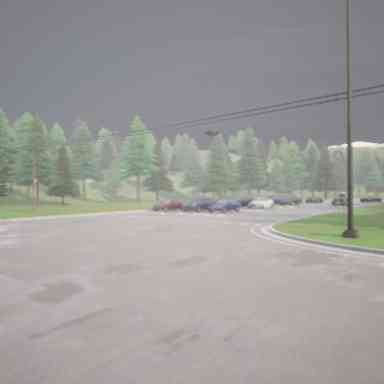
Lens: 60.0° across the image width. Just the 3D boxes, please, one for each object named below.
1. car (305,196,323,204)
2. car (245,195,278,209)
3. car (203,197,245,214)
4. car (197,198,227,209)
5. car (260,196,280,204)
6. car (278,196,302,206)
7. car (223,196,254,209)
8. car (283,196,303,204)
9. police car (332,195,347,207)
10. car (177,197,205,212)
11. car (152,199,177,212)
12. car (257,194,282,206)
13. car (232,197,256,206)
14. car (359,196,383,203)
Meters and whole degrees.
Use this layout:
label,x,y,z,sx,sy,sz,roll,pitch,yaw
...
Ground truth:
label,x,y,z,sx,sy,sz,roll,pitch,yaw
car,21.689,1.361,59.010,1.994,1.385,4.181,0,0,41
car,8.881,1.435,42.748,1.812,1.442,4.674,0,0,37
car,3.526,1.483,35.675,1.812,1.442,4.674,0,0,37
car,2.883,1.560,46.399,1.895,1.301,4.718,0,0,37
car,14.410,1.421,61.431,1.994,1.385,4.181,0,0,38
car,15.128,1.359,50.930,1.837,1.490,4.892,0,0,38
car,6.369,1.408,45.210,1.882,1.535,5.008,0,0,37
car,18.526,1.387,60.891,1.994,1.385,4.181,0,0,38
police car,21.642,1.305,47.838,2.038,1.542,4.974,0,0,37
car,0.816,1.331,37.892,2.097,1.767,4.553,0,0,37
car,-2.626,1.533,39.145,1.812,1.442,4.674,0,0,37
car,12.387,1.229,53.085,2.097,1.767,4.553,0,0,38
car,8.386,1.475,53.597,1.994,1.385,4.181,0,0,37
car,31.612,1.314,58.753,4.718,1.301,1.895,0,0,-36
